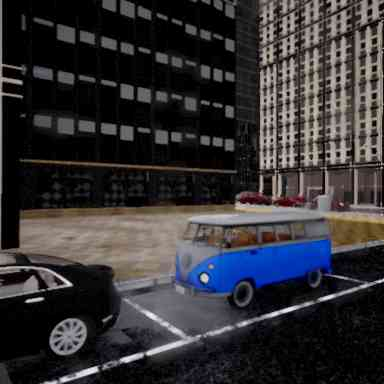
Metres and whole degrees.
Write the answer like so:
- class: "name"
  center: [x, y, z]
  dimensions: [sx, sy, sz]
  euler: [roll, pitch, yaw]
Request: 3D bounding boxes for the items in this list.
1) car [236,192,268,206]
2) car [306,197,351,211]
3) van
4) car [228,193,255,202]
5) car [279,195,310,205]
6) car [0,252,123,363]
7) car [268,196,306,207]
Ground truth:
- class: "car"
  center: [8.621, 0.917, 45.351]
  dimensions: [2.192, 1.841, 5.009]
  euler: [2, 0, -36]
- class: "car"
  center: [15.107, 1.257, 36.287]
  dimensions: [1.967, 1.590, 4.097]
  euler: [2, 0, -36]
- class: "van"
  center: [1.488, 1.372, 7.619]
  dimensions: [3.998, 1.788, 1.690]
  euler: [0, 0, -35]
- class: "car"
  center: [8.800, 0.943, 59.488]
  dimensions: [1.752, 1.417, 4.829]
  euler: [2, 0, -36]
- class: "car"
  center: [15.389, 1.218, 50.281]
  dimensions: [1.802, 1.307, 4.206]
  euler: [2, 0, -36]
- class: "car"
  center: [-3.113, 1.550, 4.340]
  dimensions: [4.403, 1.369, 2.008]
  euler: [0, 0, -35]
- class: "car"
  center: [11.857, 1.292, 40.819]
  dimensions: [1.802, 1.307, 4.206]
  euler: [2, 0, -36]
